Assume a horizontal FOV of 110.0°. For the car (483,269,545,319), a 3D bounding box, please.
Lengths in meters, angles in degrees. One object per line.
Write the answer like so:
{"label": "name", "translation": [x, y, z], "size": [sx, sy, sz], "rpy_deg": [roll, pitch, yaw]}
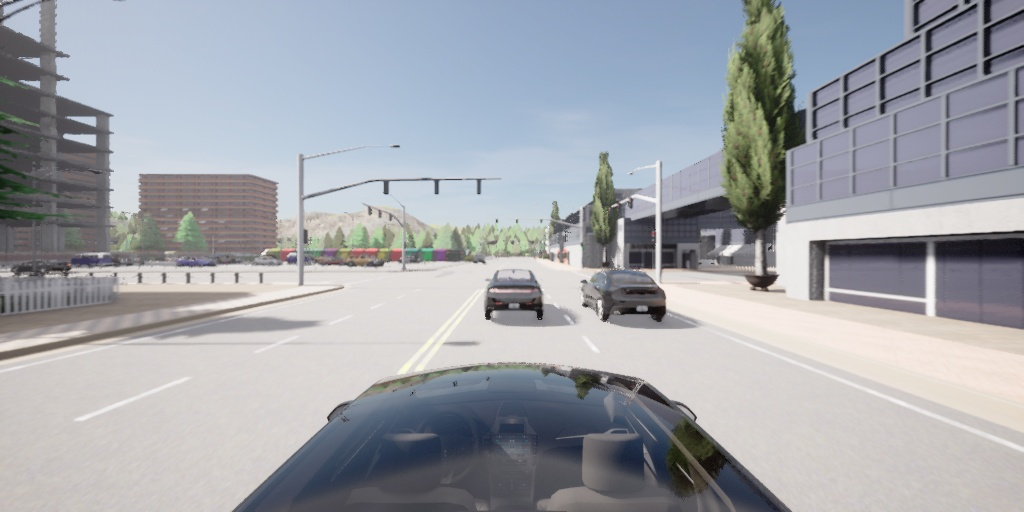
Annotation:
{"label": "car", "translation": [0.060, 1.194, 12.528], "size": [2.128, 1.511, 4.902], "rpy_deg": [0, 0, 0]}

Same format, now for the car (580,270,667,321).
{"label": "car", "translation": [3.561, 1.208, 12.218], "size": [1.837, 1.490, 4.892], "rpy_deg": [0, 0, 0]}

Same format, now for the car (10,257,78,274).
{"label": "car", "translation": [-49.290, 1.100, 37.595], "size": [4.892, 1.490, 1.837], "rpy_deg": [0, 0, 0]}
